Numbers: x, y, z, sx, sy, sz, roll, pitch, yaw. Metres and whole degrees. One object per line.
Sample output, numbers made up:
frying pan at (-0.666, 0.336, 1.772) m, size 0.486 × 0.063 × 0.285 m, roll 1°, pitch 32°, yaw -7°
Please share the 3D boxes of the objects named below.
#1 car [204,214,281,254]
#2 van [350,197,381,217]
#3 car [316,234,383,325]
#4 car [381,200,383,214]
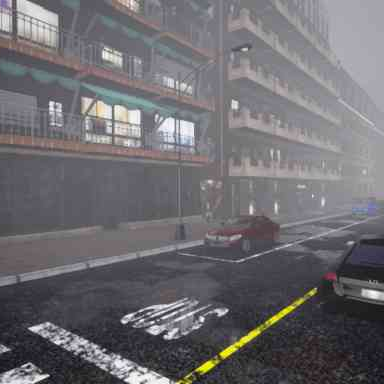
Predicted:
car at (2.189, 1.573, 13.491) m, size 1.802 × 1.307 × 4.206 m, roll -1°, pitch -1°, yaw 38°
van at (16.075, 1.326, 30.994) m, size 1.690 × 1.788 × 3.998 m, roll -1°, pitch -1°, yaw 38°
car at (4.065, 1.561, 6.738) m, size 1.994 × 1.385 × 4.181 m, roll 0°, pitch 0°, yaw 38°
car at (19.597, 1.566, 35.429) m, size 1.802 × 1.307 × 4.206 m, roll -1°, pitch -1°, yaw 38°
